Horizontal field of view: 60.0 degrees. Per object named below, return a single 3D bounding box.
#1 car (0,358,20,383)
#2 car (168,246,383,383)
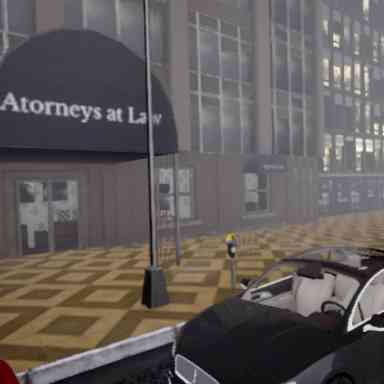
[{"bbox_3d":[-2.851,1.593,0.853,4.507,1.381,1.887,-2,1,-35],"label":"car"},{"bbox_3d":[1.778,1.452,4.147,4.403,1.369,2.008,-2,1,-35],"label":"car"}]
